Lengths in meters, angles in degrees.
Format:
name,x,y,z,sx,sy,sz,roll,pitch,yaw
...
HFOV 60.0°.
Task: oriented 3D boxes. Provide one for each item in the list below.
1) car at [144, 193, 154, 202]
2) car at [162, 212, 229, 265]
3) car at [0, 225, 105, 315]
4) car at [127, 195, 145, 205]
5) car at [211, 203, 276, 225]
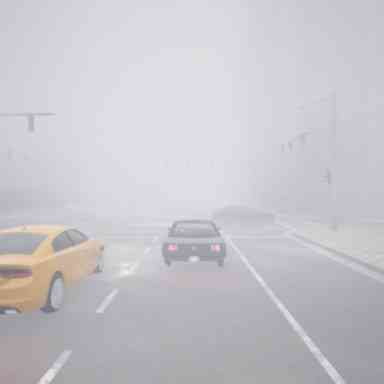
name,x,y,z,sx,sy,sz,roll,pitch,yaw
car,-10.209,1.313,77.037,2.150,2.045,5.566,0,0,1
car,0.075,1.615,11.651,1.895,1.301,4.718,0,0,0
car,-3.447,1.488,7.703,1.882,1.535,5.008,0,0,1
car,-10.488,1.623,61.121,2.033,1.411,5.357,0,0,2
car,3.671,1.556,24.027,4.674,1.442,1.812,0,0,0
